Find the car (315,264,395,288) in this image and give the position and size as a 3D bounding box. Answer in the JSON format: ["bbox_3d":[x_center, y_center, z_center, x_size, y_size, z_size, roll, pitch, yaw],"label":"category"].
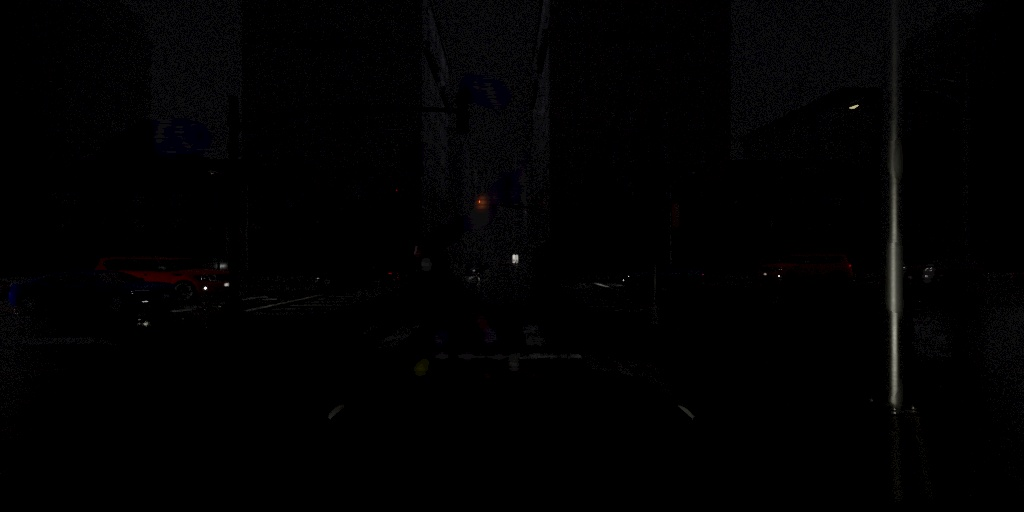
[{"bbox_3d":[-10.310,1.285,23.759,4.892,1.490,1.837,0,3,-12],"label":"car"}]

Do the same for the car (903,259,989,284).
[{"bbox_3d":[30.086,0.981,25.070,4.553,1.767,2.097,0,0,-2],"label":"car"}]

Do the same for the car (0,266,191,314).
[{"bbox_3d":[-15.784,1.281,13.733,5.008,1.535,1.882,0,0,-2],"label":"car"}]

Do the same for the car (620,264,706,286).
[{"bbox_3d":[10.235,1.243,24.477,5.357,1.411,2.033,0,0,-2],"label":"car"}]

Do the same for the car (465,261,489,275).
[{"bbox_3d":[-4.003,1.262,39.333,2.128,1.511,4.902,0,0,-2],"label":"car"}]

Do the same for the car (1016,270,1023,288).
[{"bbox_3d":[29.047,1.124,18.344,4.902,1.511,2.128,0,0,-2],"label":"car"}]

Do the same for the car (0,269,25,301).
[{"bbox_3d":[-26.265,1.368,16.663,4.674,1.442,1.812,0,0,-1],"label":"car"}]

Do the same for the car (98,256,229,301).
[{"bbox_3d":[-16.343,1.027,16.968,5.566,2.045,2.150,0,0,-2],"label":"car"}]

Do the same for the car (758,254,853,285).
[{"bbox_3d":[20.193,0.883,24.778,5.566,2.045,2.150,0,0,-2],"label":"car"}]
